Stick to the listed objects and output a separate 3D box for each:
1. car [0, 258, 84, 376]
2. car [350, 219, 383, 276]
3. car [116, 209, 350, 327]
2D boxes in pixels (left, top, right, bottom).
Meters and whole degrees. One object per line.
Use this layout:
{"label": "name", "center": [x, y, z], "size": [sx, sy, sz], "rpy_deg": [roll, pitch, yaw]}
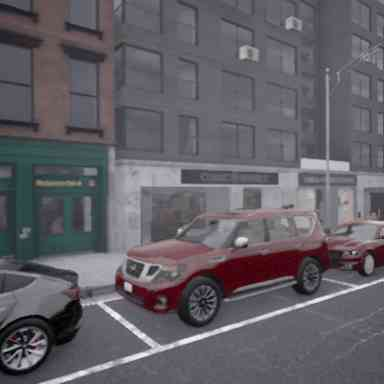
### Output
{"label": "car", "center": [-3.539, 1.564, 4.018], "size": [4.313, 1.339, 1.947], "rpy_deg": [0, -1, -35]}
{"label": "car", "center": [5.436, 1.581, 10.406], "size": [4.507, 1.381, 1.887], "rpy_deg": [0, -1, -35]}
{"label": "car", "center": [0.948, 1.332, 7.214], "size": [5.009, 1.841, 2.192], "rpy_deg": [0, -1, -35]}
